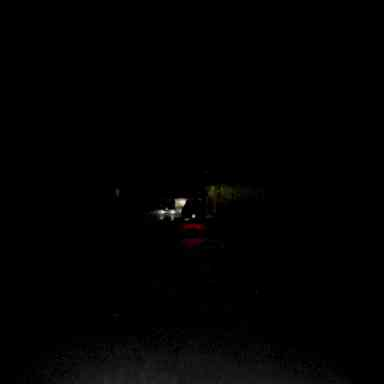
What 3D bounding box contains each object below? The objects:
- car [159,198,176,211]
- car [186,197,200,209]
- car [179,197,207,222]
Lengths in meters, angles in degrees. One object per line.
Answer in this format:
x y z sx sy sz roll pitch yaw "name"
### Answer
-2.819 1.426 39.570 2.033 1.411 5.357 0 0 0 "car"
0.128 1.397 43.239 1.812 1.442 4.674 0 0 0 "car"
0.114 1.412 25.512 1.837 1.490 4.892 0 0 0 "car"
